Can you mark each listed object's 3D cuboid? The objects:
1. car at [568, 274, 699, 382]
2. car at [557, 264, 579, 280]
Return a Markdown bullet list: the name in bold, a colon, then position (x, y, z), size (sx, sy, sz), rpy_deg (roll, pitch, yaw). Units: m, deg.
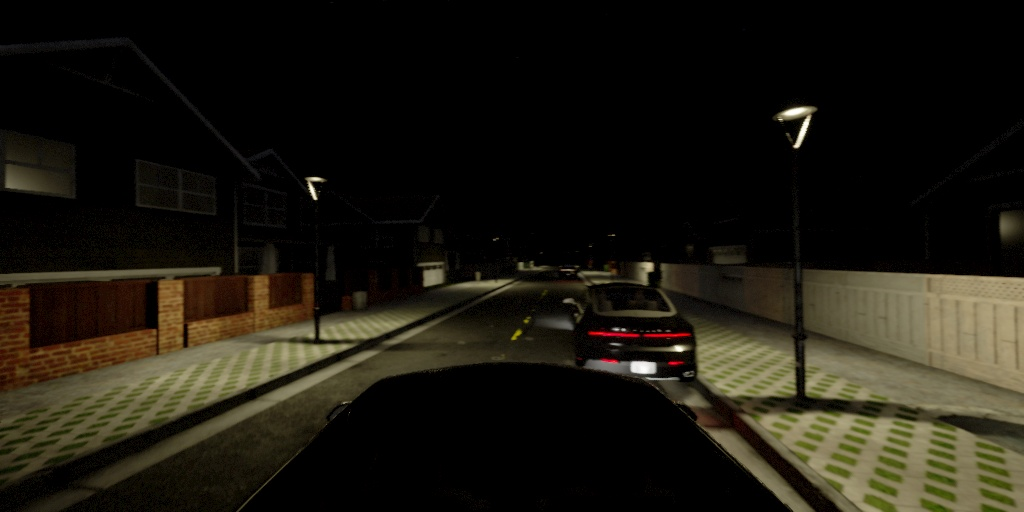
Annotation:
- **car**: position (2.145, 1.289, 7.263), size (1.837, 1.490, 4.892), rpy_deg (-1, -1, 9)
- **car**: position (5.544, 1.530, 35.374), size (2.128, 1.511, 4.902), rpy_deg (-1, -1, 9)
